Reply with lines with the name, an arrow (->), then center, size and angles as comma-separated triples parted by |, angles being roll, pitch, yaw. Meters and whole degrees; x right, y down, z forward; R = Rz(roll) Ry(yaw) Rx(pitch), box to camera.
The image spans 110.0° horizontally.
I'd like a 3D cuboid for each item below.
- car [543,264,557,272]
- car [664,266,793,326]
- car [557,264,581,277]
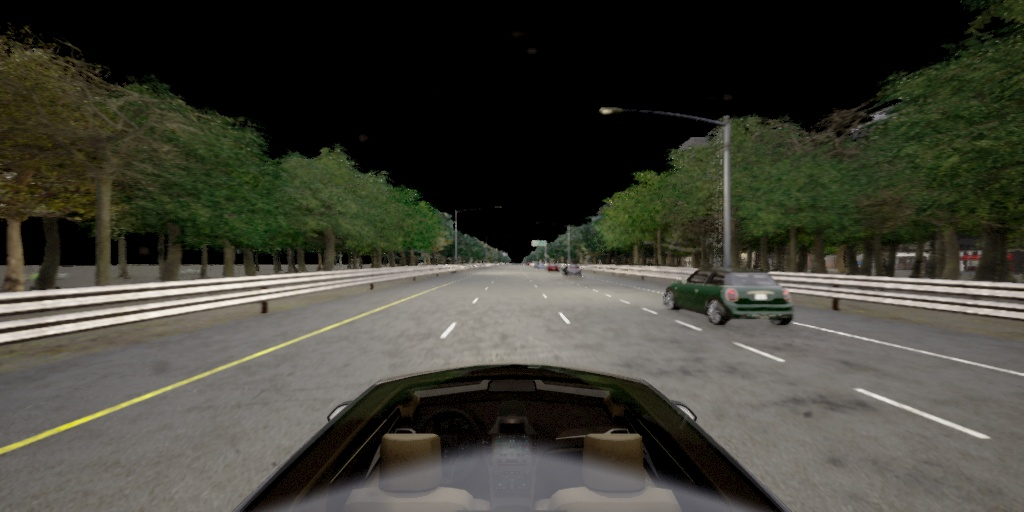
car -> 7.181, 2.103, 63.992 | 1.882, 1.535, 5.008 | 0, -1, 0
car -> 7.000, 1.185, 12.208 | 2.097, 1.767, 4.553 | 0, -1, 0
car -> 7.071, 1.733, 42.973 | 2.128, 1.511, 4.902 | 0, -1, 0
